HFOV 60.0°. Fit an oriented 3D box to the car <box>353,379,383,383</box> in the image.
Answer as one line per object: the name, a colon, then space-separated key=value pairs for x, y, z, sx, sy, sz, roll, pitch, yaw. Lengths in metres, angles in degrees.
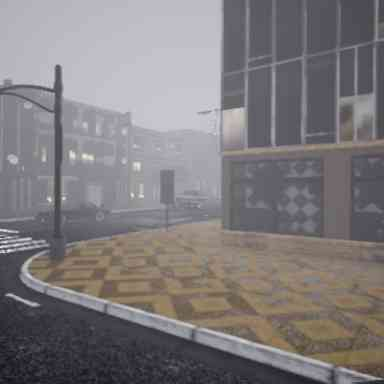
car: x=2.538 y=1.549 z=1.021 sx=4.403 sy=1.369 sz=2.008 roll=0 pitch=0 yaw=36

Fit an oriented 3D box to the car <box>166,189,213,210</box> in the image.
car: x=0.217 y=0.753 z=33.465 sx=2.150 sy=2.045 sz=5.566 roll=0 pitch=1 yaw=35

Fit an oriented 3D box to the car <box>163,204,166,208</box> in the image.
car: x=-1.314 y=1.041 z=36.018 sx=2.008 sy=1.369 sz=4.403 roll=2 pitch=2 yaw=35

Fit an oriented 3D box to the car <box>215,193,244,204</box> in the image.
car: x=5.161 y=0.851 z=45.263 sx=1.887 sy=1.381 sz=4.507 roll=2 pitch=2 yaw=35

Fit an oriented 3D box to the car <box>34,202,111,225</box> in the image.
car: x=-7.776 y=1.360 z=21.944 sx=1.895 sy=1.301 sz=4.718 roll=1 pitch=1 yaw=35

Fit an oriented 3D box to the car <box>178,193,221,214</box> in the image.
car: x=1.425 y=1.140 z=29.623 sx=2.033 sy=1.411 sz=5.357 roll=0 pitch=1 yaw=35
